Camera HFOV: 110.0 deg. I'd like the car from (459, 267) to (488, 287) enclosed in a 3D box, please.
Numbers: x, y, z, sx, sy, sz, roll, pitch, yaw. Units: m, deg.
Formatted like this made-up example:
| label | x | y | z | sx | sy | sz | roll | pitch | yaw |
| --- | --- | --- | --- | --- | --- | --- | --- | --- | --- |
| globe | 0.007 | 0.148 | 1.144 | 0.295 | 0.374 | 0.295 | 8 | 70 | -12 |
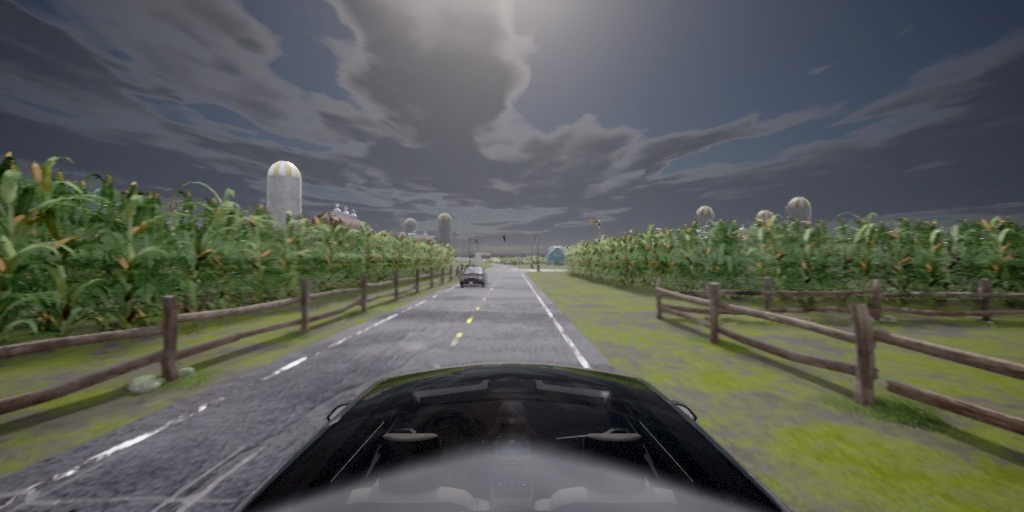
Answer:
| label | x | y | z | sx | sy | sz | roll | pitch | yaw |
| --- | --- | --- | --- | --- | --- | --- | --- | --- | --- |
| car | -2.842 | 1.542 | 27.692 | 2.033 | 1.411 | 5.357 | 0 | -1 | 0 |
